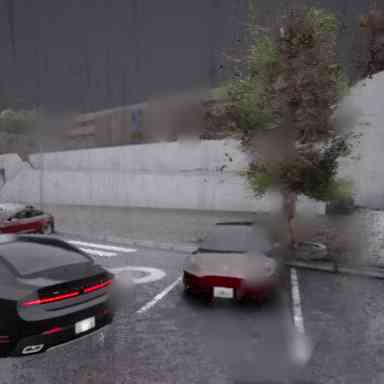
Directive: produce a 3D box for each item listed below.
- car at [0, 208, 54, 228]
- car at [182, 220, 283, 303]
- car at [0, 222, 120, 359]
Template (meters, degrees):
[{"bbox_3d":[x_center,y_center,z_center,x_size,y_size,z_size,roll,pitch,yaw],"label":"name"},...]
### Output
[{"bbox_3d":[-8.539,1.507,15.546,2.163,1.488,4.792,1,-1,15],"label":"car"},{"bbox_3d":[1.234,1.516,8.573,2.163,1.488,4.792,1,-1,15],"label":"car"},{"bbox_3d":[-3.375,1.501,5.787,4.892,1.490,1.837,0,0,36],"label":"car"}]
